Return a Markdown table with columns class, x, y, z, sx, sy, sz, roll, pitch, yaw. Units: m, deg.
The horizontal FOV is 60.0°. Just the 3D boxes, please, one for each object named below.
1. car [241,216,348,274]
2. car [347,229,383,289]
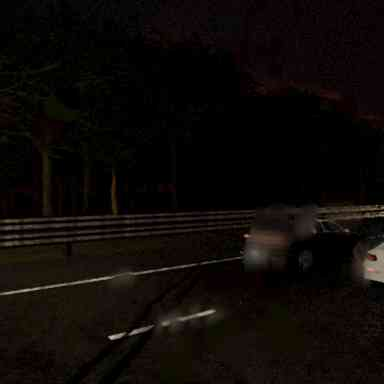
| class | x | y | z | sx | sy | sz | roll | pitch | yaw |
| --- | --- | --- | --- | --- | --- | --- | --- | --- | --- |
| car | 3.753 | 1.532 | 10.760 | 4.902 | 1.511 | 2.128 | 0 | 0 | -36 |
| car | 5.935 | 1.567 | 8.017 | 4.674 | 1.442 | 1.812 | 0 | 0 | -36 |
